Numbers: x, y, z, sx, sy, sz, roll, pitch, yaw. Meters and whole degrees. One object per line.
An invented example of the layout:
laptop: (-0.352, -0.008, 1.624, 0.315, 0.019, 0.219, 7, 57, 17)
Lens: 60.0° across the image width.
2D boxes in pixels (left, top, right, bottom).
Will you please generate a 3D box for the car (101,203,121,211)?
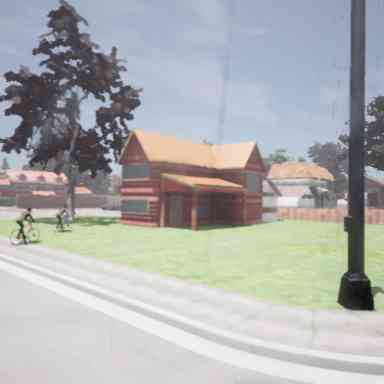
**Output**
car: (-13.257, 2.543, 56.157, 1.994, 1.385, 4.181, 0, -2, 41)

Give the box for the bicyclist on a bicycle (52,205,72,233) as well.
bicyclist on a bicycle: (-7.762, 1.606, 19.995, 0.582, 1.620, 1.656, 1, -2, 21)

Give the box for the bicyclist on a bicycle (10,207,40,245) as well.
bicyclist on a bicycle: (-7.306, 1.487, 14.649, 0.582, 1.620, 1.656, 1, -2, 18)
